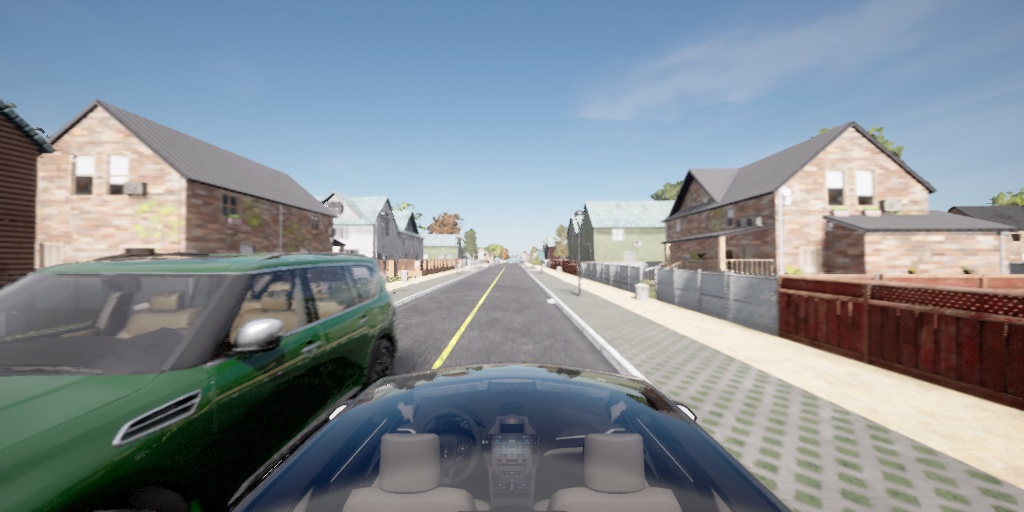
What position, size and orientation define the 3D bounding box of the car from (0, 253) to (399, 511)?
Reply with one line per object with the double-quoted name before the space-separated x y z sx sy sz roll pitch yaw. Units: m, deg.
"car" -2.750 0.982 3.169 2.150 2.045 5.566 0 0 0
